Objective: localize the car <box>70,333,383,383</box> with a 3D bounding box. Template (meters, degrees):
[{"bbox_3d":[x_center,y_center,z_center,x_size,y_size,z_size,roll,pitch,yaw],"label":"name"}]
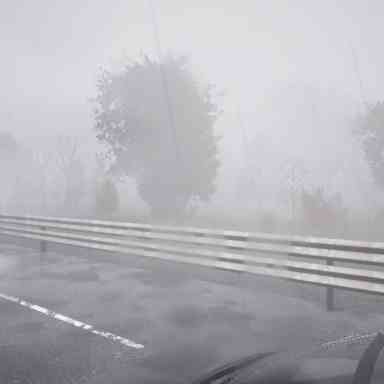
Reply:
[{"bbox_3d":[1.070,1.507,1.333,4.892,1.490,1.837,0,0,36],"label":"car"}]
